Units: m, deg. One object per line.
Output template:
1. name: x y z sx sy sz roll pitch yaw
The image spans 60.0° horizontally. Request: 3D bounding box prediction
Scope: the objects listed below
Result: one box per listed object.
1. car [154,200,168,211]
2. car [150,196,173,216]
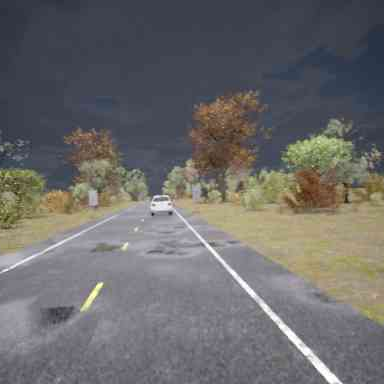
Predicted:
1. car: -4.484 1.892 48.538 1.895 1.301 4.718 -3 0 -5
2. car: -3.262 1.420 35.500 2.150 2.045 5.566 -3 0 -6
